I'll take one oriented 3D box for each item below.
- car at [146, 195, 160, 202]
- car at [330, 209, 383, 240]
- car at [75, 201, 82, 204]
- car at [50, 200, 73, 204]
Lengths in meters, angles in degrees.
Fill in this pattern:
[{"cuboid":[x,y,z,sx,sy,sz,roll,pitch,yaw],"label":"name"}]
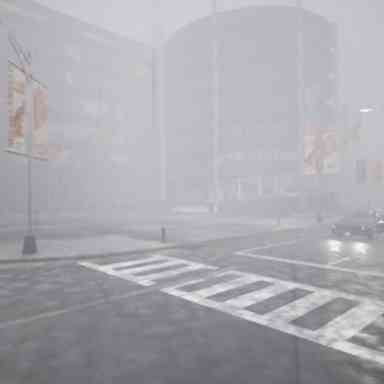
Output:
[{"cuboid":[-8.341,1.736,72.464,2.435,2.045,5.566,0,-1,-44],"label":"car"},{"cuboid":[9.464,1.637,18.023,5.357,1.411,2.033,0,-1,-44],"label":"car"},{"cuboid":[-21.074,2.151,59.018,1.895,1.301,4.718,0,-1,-44],"label":"car"},{"cuboid":[-18.280,1.866,45.346,2.002,1.452,4.674,0,-1,-44],"label":"car"}]
